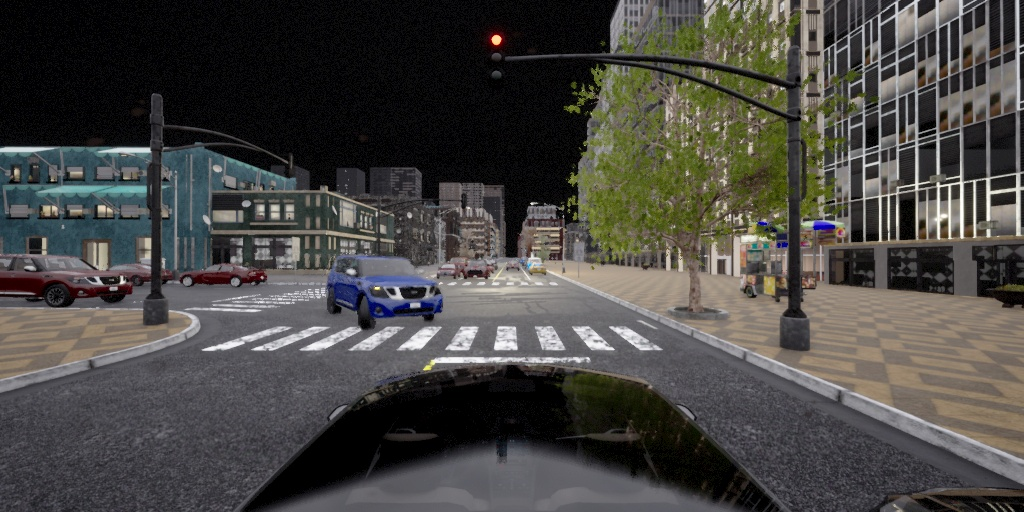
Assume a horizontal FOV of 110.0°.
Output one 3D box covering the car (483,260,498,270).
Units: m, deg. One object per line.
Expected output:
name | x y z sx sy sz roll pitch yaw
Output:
car | -3.062 1.280 52.197 1.812 1.442 4.674 0 0 0

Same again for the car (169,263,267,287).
car | -17.265 1.121 21.502 4.507 1.381 1.888 0 0 -1

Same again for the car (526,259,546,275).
car | 2.711 1.278 38.223 1.751 1.417 4.829 0 0 0

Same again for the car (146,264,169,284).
car | -22.809 1.089 21.427 4.207 1.307 1.802 0 0 -1

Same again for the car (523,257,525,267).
car | 2.720 1.305 54.706 2.007 1.370 4.403 0 0 0

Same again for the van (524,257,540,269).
van | 2.715 1.094 43.604 1.690 1.789 3.998 0 0 0

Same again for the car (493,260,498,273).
car | -3.077 1.317 42.115 1.994 1.385 4.181 0 0 0

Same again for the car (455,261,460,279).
car | -5.672 1.334 32.504 1.802 1.307 4.207 0 0 0

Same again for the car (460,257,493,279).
car | -3.082 1.104 32.201 2.097 1.767 4.553 0 0 0

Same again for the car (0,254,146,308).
car | -17.151 0.849 13.122 5.009 1.841 2.192 0 0 -1

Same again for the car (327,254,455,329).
car | -4.358 0.978 11.741 2.150 2.045 5.566 2 -1 -40

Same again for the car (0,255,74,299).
car | -22.711 0.831 15.644 4.553 1.767 2.097 1 0 -1

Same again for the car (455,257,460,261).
car | -5.669 1.067 38.055 2.192 1.841 5.009 0 0 0

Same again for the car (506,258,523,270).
car | 0.127 1.302 51.819 2.033 1.411 5.357 0 0 0
